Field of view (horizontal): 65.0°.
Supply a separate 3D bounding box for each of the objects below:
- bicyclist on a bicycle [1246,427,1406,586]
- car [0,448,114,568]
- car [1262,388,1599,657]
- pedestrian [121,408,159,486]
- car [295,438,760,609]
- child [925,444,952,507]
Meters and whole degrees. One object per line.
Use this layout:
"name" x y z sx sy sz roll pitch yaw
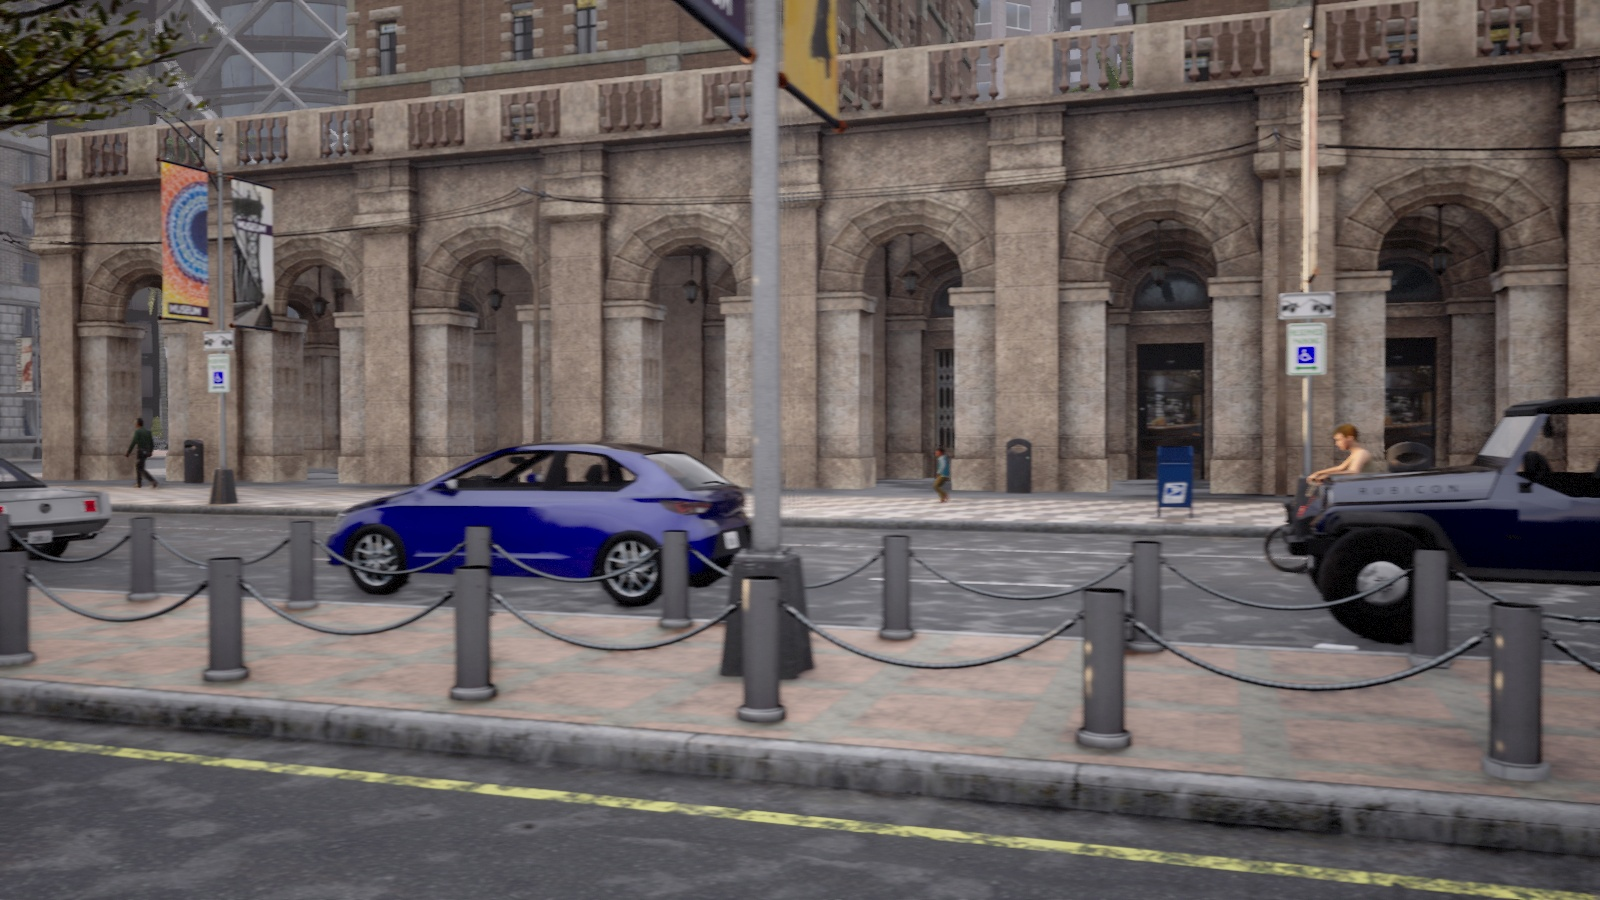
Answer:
"bicyclist on a bicycle" 5.590 0.569 13.439 1.509 1.612 0.866 1 1 19
"car" -10.992 0.640 15.332 4.718 1.301 1.895 1 1 19
"car" 5.678 0.489 9.719 3.866 1.878 1.905 1 1 19
"pedestrian" -16.517 -0.082 31.427 0.788 1.949 0.423 1 1 18
"car" -2.683 0.629 12.535 4.193 1.474 1.816 1 1 19
"child" 2.674 0.485 24.256 0.448 1.192 0.343 1 1 19
